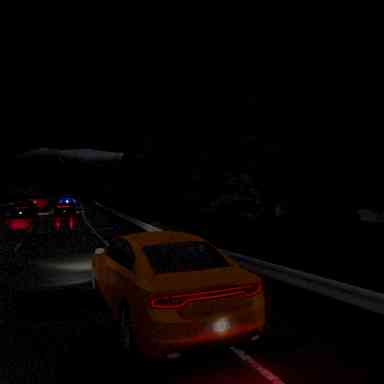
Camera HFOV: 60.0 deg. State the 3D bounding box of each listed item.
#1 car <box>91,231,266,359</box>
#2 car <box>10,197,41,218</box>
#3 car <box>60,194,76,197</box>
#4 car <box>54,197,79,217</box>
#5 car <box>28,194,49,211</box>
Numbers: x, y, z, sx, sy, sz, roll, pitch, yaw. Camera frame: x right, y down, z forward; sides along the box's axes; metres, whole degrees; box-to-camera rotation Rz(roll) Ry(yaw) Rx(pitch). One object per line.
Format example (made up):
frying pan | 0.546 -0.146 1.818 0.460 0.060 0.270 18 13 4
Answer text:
car | -0.677 1.478 6.302 1.882 1.535 5.008 0 0 -25
car | -15.157 1.505 30.132 1.837 1.490 4.892 0 0 -19
car | -15.417 1.221 41.418 2.150 2.045 5.566 0 0 -18
car | -11.984 1.492 31.525 2.128 1.511 4.902 0 0 -19
car | -18.581 1.221 40.021 2.150 2.045 5.566 0 0 -19
